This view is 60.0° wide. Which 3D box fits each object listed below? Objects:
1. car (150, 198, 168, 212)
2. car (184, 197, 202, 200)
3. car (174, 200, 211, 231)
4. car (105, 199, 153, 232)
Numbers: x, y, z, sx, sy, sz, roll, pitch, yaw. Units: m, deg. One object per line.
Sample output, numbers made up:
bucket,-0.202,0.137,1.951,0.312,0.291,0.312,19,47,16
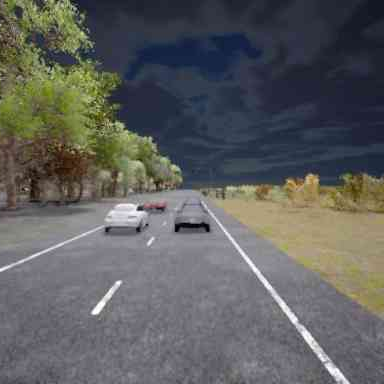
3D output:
car,-3.450,1.245,32.660,1.895,1.301,4.718,0,1,0
car,0.061,1.187,34.613,1.994,1.385,4.181,0,1,0
car,0.021,1.359,19.015,1.994,1.385,4.181,0,1,0
car,-3.489,1.327,18.358,1.812,1.442,4.674,0,1,0
